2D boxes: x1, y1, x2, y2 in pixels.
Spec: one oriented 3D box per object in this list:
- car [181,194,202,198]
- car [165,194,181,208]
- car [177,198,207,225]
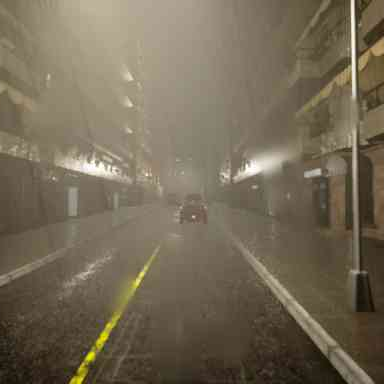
[{"bbox_3d":[0.111,1.253,42.783,2.150,2.045,5.566,0,0,0],"label":"car"},{"bbox_3d":[-2.742,1.250,50.035,2.150,2.045,5.566,0,0,0],"label":"car"},{"bbox_3d":[0.106,1.503,24.561,1.882,1.535,5.008,0,0,0],"label":"car"}]
